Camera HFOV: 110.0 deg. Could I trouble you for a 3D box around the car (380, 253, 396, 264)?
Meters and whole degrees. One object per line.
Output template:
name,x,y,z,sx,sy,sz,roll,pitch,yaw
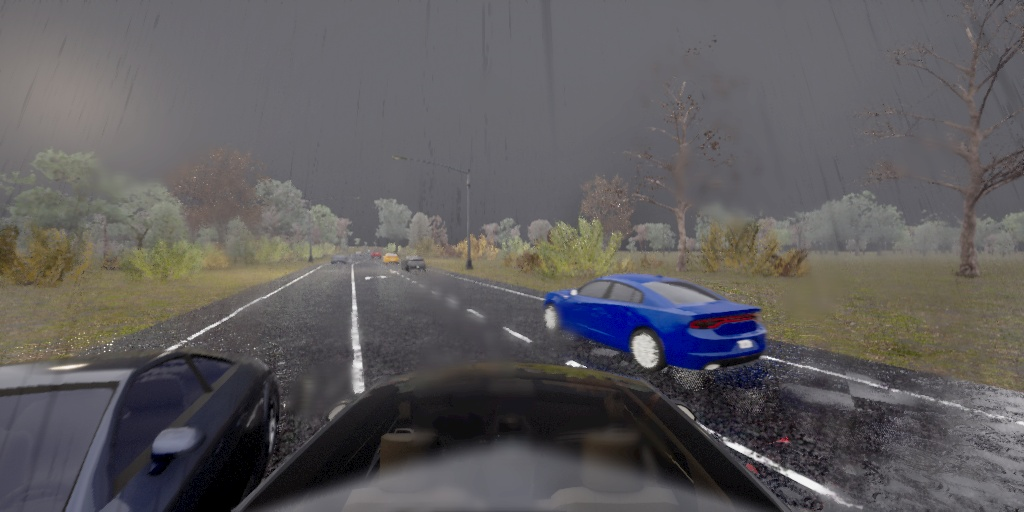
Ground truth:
car,-18.121,0.341,53.548,1.882,1.535,5.008,-1,1,-24

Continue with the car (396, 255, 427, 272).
car,-9.307,0.697,33.873,2.128,1.511,4.902,-1,1,-24

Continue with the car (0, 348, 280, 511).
car,-2.610,1.317,1.800,1.994,1.385,4.181,-1,1,-24

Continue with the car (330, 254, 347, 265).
car,-23.701,0.495,49.268,2.033,1.411,5.357,-1,1,-22

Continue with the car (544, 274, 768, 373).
car,2.467,1.122,7.591,1.882,1.535,5.008,-1,1,-24
